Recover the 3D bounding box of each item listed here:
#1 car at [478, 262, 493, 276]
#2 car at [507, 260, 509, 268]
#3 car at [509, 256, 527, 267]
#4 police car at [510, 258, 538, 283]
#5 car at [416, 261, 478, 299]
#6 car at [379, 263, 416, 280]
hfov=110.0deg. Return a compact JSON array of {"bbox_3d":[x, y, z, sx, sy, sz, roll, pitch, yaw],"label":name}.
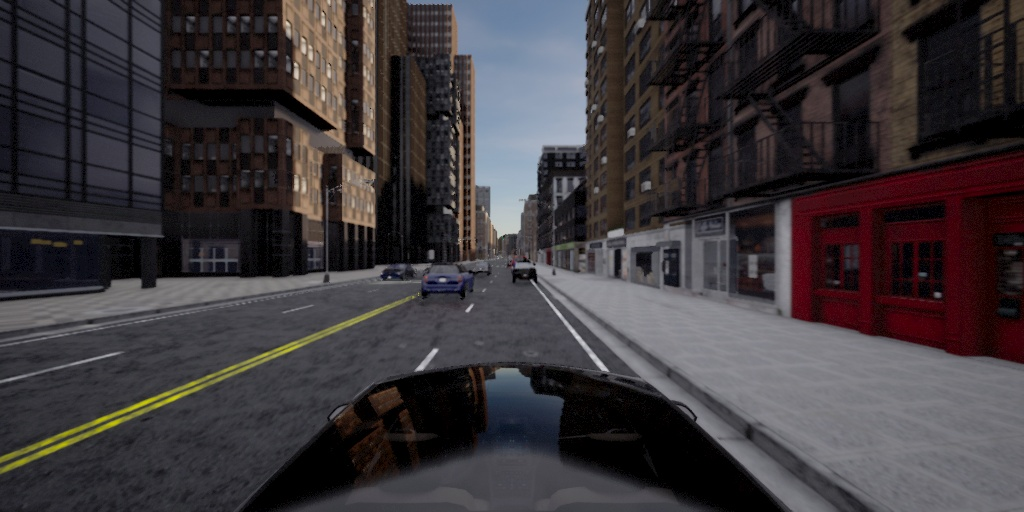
[{"bbox_3d":[-3.163,1.352,38.633,2.033,1.411,5.357,0,0,0],"label":"car"},{"bbox_3d":[-0.019,1.361,63.535,1.837,1.490,4.892,0,0,0],"label":"car"},{"bbox_3d":[0.962,1.041,44.615,2.150,2.045,5.566,0,0,0],"label":"car"},{"bbox_3d":[0.966,1.213,28.695,1.930,1.638,5.238,0,0,0],"label":"police car"},{"bbox_3d":[-3.165,1.122,18.484,2.097,1.767,4.553,0,0,0],"label":"car"},{"bbox_3d":[-9.857,1.339,31.528,2.033,1.411,5.357,0,0,0],"label":"car"}]
